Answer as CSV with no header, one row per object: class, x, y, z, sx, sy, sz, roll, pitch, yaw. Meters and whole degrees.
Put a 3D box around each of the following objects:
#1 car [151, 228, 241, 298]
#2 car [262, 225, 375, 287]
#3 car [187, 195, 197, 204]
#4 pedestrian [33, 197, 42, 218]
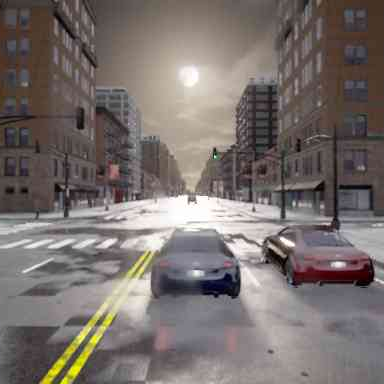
car,0.087,1.630,8.735,1.994,1.385,4.181,0,0,0
car,3.341,1.636,9.579,1.994,1.385,4.181,0,0,0
car,0.011,1.795,79.619,2.150,2.045,5.566,0,0,0
pedestrian,-14.138,1.393,30.430,0.375,1.860,0.375,0,-1,0
